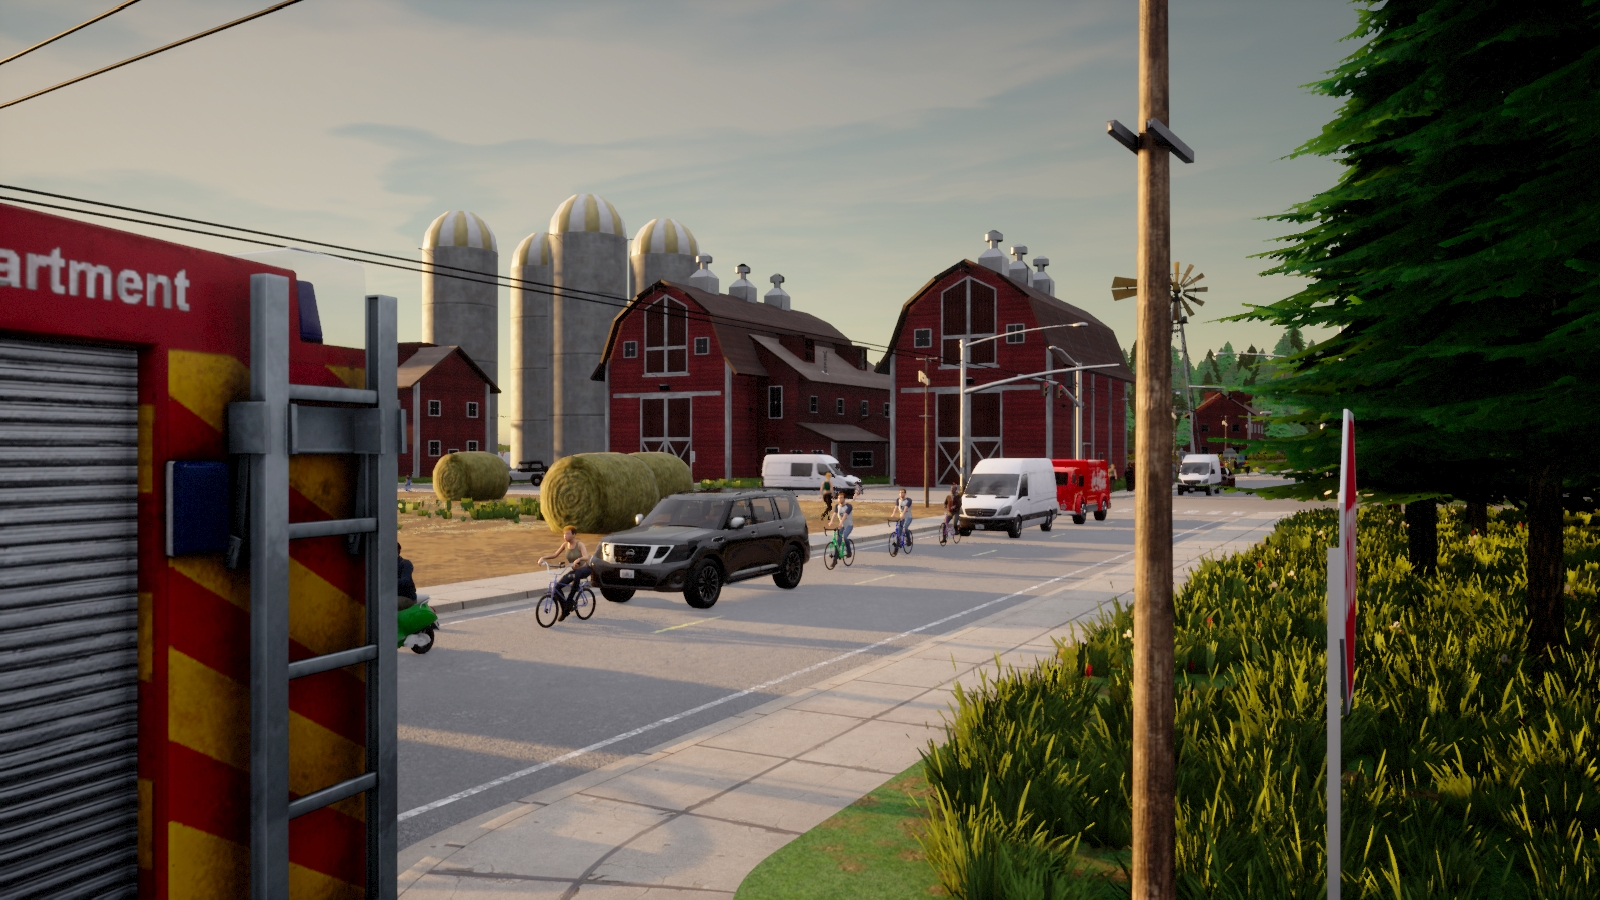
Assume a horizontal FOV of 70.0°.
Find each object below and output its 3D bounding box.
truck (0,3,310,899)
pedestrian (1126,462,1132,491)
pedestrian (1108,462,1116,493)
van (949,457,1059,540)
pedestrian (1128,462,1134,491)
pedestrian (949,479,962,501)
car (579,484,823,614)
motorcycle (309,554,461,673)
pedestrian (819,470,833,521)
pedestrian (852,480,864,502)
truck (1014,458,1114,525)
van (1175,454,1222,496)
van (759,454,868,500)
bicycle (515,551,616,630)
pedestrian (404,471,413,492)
[{"bbox_3d":[-6.021,0.867,3.734,8.468,3.827,2.891,0,0,20],"label":"truck"},{"bbox_3d":[21.107,1.695,73.296,0.375,1.860,0.375,0,0,22],"label":"pedestrian"},{"bbox_3d":[19.068,1.696,69.849,0.375,1.860,0.375,0,0,27],"label":"pedestrian"},{"bbox_3d":[7.076,1.534,38.965,1.988,2.561,5.915,0,0,28],"label":"van"},{"bbox_3d":[21.430,1.694,73.960,0.375,1.860,0.375,0,0,21],"label":"pedestrian"},{"bbox_3d":[7.940,2.051,58.313,0.500,1.100,0.500,0,0,29],"label":"pedestrian"},{"bbox_3d":[-1.725,1.779,22.456,2.150,2.045,5.566,0,0,27],"label":"car"},{"bbox_3d":[-5.537,2.142,15.341,0.856,1.316,1.805,0,0,28],"label":"motorcycle"},{"bbox_3d":[0.964,1.681,42.447,0.375,1.860,0.375,0,0,30],"label":"pedestrian"},{"bbox_3d":[2.922,2.054,57.594,0.500,1.100,0.500,0,0,15],"label":"pedestrian"},{"bbox_3d":[10.574,1.568,45.387,2.627,2.467,5.204,0,0,28],"label":"truck"},{"bbox_3d":[25.698,1.534,73.537,1.988,2.561,5.915,0,0,28],"label":"van"},{"bbox_3d":[0.764,1.505,65.166,5.915,2.561,1.988,0,0,27],"label":"van"},{"bbox_3d":[-3.798,2.256,18.610,0.859,1.080,1.487,0,0,28],"label":"bicycle"},{"bbox_3d":[-24.140,1.951,70.479,0.375,1.300,0.375,0,0,29],"label":"pedestrian"}]
